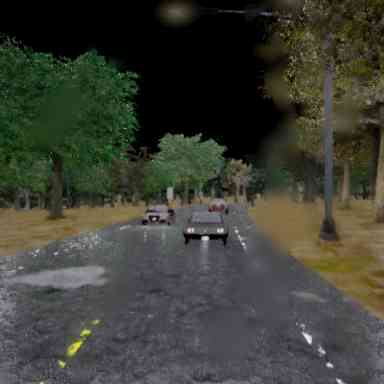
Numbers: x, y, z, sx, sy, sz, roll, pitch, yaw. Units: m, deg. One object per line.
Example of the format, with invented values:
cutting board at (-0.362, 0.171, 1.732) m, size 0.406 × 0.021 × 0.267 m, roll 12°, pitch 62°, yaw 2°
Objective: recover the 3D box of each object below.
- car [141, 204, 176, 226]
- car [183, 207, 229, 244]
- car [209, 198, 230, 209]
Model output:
car at (-2.297, 1.586, 23.787) m, size 1.994 × 1.385 × 4.181 m, roll 0°, pitch 0°, yaw 5°
car at (0.698, 1.603, 15.760) m, size 1.895 × 1.301 × 4.718 m, roll 0°, pitch 0°, yaw 4°
car at (3.065, 1.429, 37.030) m, size 2.097 × 1.767 × 4.553 m, roll 0°, pitch 0°, yaw 8°
